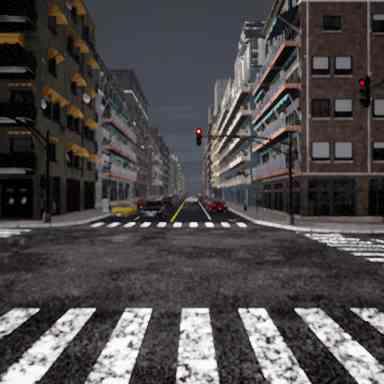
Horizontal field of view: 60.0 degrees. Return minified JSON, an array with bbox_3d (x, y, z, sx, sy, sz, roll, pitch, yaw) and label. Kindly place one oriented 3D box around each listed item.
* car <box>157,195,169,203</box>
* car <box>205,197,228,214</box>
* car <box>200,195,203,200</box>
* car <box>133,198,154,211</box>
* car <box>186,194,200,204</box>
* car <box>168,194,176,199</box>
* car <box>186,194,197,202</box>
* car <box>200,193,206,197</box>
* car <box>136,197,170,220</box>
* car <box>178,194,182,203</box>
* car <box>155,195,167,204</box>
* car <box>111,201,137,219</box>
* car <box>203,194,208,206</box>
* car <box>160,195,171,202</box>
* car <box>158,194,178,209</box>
[{"bbox_3d":[-5.759,1.365,67.211,2.008,1.369,4.403,1,0,0],"label":"car"},{"bbox_3d":[2.660,1.448,34.065,1.887,1.381,4.507,1,0,0],"label":"car"},{"bbox_3d":[2.640,1.439,50.636,1.802,1.307,4.206,1,0,0],"label":"car"},{"bbox_3d":[-5.728,1.433,39.594,1.887,1.381,4.507,1,0,0],"label":"car"},{"bbox_3d":[-0.067,1.433,60.353,1.895,1.301,4.718,0,0,0],"label":"car"},{"bbox_3d":[-5.790,1.295,94.827,2.008,1.369,4.403,1,0,0],"label":"car"},{"bbox_3d":[-0.079,1.262,70.329,2.128,1.511,4.902,0,0,0],"label":"car"},{"bbox_3d":[2.907,1.126,82.378,2.097,1.767,4.553,0,0,0],"label":"car"},{"bbox_3d":[-3.131,1.447,27.579,1.812,1.442,4.674,0,0,0],"label":"car"},{"bbox_3d":[-3.079,1.172,63.893,2.097,1.767,4.553,0,0,0],"label":"car"},{"bbox_3d":[-5.752,1.354,61.518,1.752,1.417,4.829,1,0,0],"label":"car"},{"bbox_3d":[-5.714,1.444,28.377,1.752,1.417,4.829,1,0,0],"label":"car"},{"bbox_3d":[2.654,1.328,39.589,1.967,1.590,4.097,1,0,0],"label":"car"},{"bbox_3d":[-5.765,1.344,72.734,1.887,1.381,4.507,1,0,0],"label":"car"},{"bbox_3d":[-3.140,1.381,43.571,1.837,1.490,4.892,0,0,0],"label":"car"}]
